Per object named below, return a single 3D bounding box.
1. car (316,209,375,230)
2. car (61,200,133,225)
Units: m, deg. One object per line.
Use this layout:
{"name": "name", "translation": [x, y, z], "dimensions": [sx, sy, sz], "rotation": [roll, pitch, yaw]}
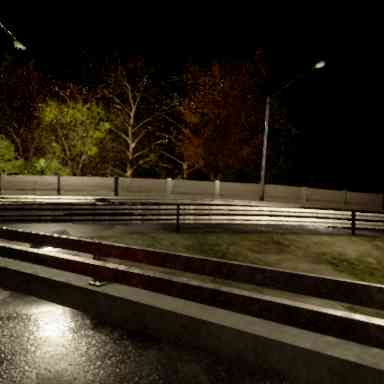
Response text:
{"name": "car", "translation": [11.205, 1.935, 24.269], "dimensions": [4.181, 1.385, 1.994], "rotation": [5, 0, -14]}
{"name": "car", "translation": [-5.643, 1.159, 20.022], "dimensions": [4.181, 1.385, 1.994], "rotation": [1, 1, -13]}
